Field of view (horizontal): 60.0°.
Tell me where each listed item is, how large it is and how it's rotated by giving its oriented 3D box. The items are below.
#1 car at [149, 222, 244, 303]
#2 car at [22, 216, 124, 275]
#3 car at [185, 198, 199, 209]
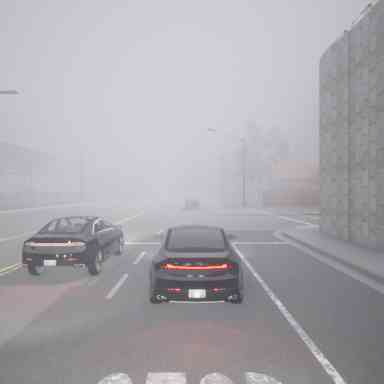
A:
[{"bbox_3d":[0.082,1.505,8.161,1.837,1.490,4.892,0,0,0],"label":"car"},{"bbox_3d":[-3.424,1.492,10.431,2.128,1.511,4.902,0,0,0],"label":"car"},{"bbox_3d":[-0.004,1.492,44.158,2.128,1.511,4.902,0,0,0],"label":"car"}]
